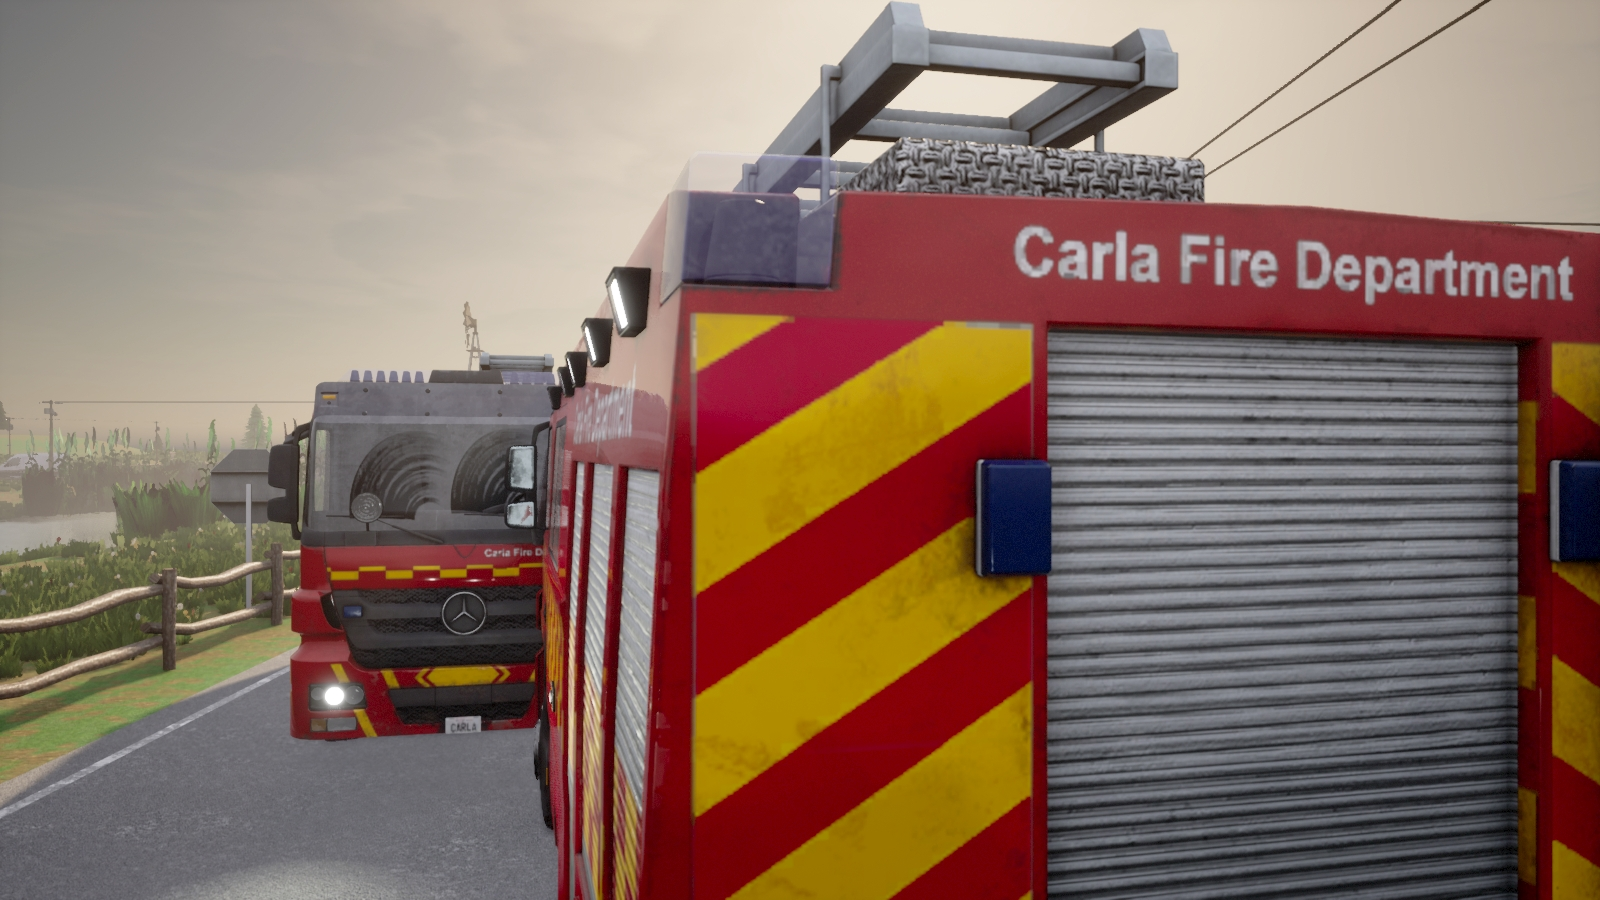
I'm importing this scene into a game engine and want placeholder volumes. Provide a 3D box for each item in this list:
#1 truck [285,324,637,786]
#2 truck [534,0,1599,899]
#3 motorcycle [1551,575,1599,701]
[{"bbox_3d":[-3.898,0.861,13.916,2.891,3.827,8.468,0,0,-14],"label":"truck"},{"bbox_3d":[-0.033,0.867,6.875,2.891,3.827,8.468,0,0,-14],"label":"truck"},{"bbox_3d":[9.797,2.142,13.150,1.805,1.316,0.856,0,0,-7],"label":"motorcycle"}]
